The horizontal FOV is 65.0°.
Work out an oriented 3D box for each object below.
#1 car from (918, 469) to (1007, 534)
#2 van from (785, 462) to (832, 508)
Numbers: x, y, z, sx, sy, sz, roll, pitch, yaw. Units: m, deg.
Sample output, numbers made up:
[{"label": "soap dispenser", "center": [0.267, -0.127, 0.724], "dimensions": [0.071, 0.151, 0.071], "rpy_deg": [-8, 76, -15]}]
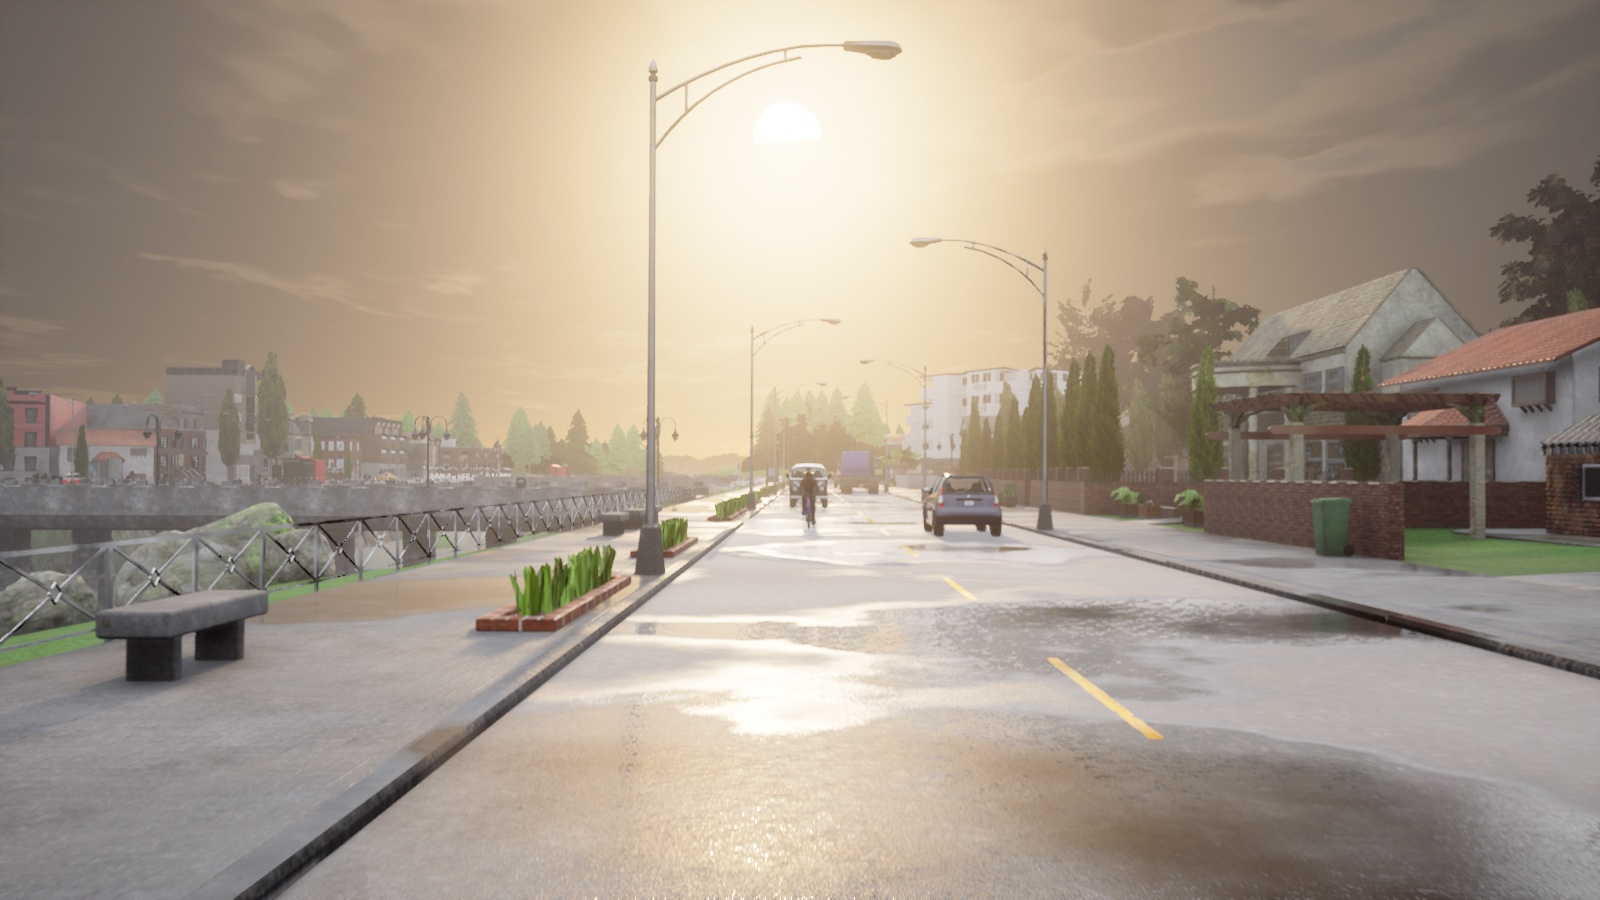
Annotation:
[{"label": "car", "center": [4.237, 1.311, 33.343], "dimensions": [1.851, 1.617, 3.988], "rpy_deg": [0, -1, 0]}, {"label": "van", "center": [0.404, 1.610, 58.292], "dimensions": [2.069, 2.038, 4.480], "rpy_deg": [0, -1, 1]}]
